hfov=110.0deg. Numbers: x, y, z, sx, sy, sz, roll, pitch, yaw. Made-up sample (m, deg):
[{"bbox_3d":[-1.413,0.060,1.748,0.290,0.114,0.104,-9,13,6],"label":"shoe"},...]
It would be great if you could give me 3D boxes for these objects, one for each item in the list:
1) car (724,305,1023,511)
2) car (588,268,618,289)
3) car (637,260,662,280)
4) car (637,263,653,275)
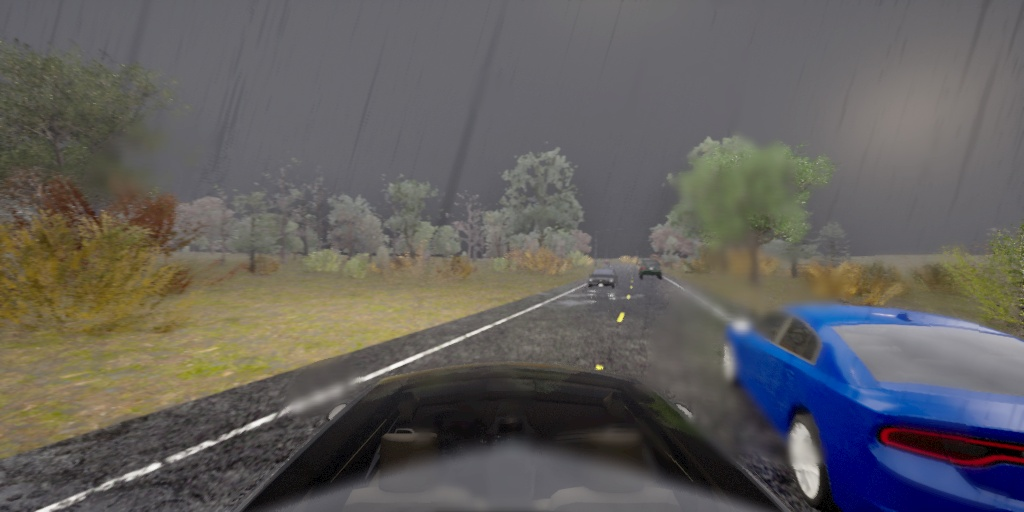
[{"bbox_3d":[3.805,1.287,3.992,1.882,1.535,5.008,0,-1,21],"label":"car"},{"bbox_3d":[6.770,1.575,26.315,2.033,1.411,5.357,0,0,19],"label":"car"},{"bbox_3d":[14.960,1.426,38.901,2.150,2.045,5.566,0,-1,18],"label":"car"},{"bbox_3d":[18.649,1.808,50.298,1.882,1.535,5.008,0,0,18],"label":"car"}]
